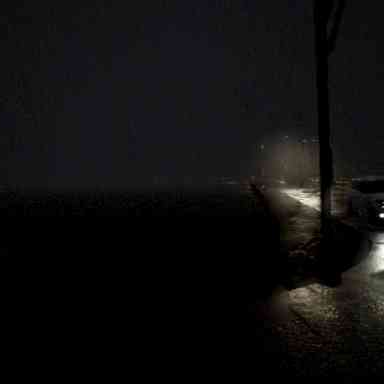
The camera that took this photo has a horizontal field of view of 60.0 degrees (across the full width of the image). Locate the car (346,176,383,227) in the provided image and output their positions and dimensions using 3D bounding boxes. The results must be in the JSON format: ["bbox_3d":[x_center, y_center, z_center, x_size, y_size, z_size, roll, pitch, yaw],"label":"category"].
[{"bbox_3d":[8.770,0.310,15.274,2.150,2.045,5.566,-2,3,11],"label":"car"}]
